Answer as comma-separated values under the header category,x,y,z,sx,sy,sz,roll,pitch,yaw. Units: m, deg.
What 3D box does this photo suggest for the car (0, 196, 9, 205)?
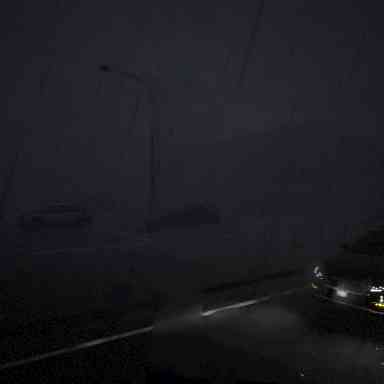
category,x,y,z,sx,sy,sz,roll,pitch,yaw
car,-31.722,1.327,52.964,4.514,1.523,2.007,0,0,-35

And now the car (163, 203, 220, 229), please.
category,x,y,z,sx,sy,sz,roll,pitch,yaw
car,-0.069,1.455,20.953,3.633,1.501,1.845,0,0,-35

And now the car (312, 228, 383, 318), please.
category,x,y,z,sx,sy,sz,roll,pitch,yaw
car,4.624,1.560,7.239,4.892,1.490,1.837,1,0,-35

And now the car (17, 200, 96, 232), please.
category,x,y,z,sx,sy,sz,roll,pitch,yaw
car,-7.860,1.415,19.152,3.806,1.475,1.970,0,0,-35

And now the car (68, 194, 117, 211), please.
category,x,y,z,sx,sy,sz,roll,pitch,yaw
car,-10.587,1.180,36.274,4.605,1.855,1.932,0,0,-35

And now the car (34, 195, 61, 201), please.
category,x,y,z,sx,sy,sz,roll,pitch,yaw
car,-19.907,1.234,48.915,5.027,1.636,2.152,0,0,-35

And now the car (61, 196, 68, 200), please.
category,x,y,z,sx,sy,sz,roll,pitch,yaw
car,-12.587,1.157,38.422,3.866,1.878,1.905,0,0,-35

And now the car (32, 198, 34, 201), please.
category,x,y,z,sx,sy,sz,roll,pitch,yaw
car,-23.845,1.310,53.993,3.806,1.475,1.970,0,0,-35
